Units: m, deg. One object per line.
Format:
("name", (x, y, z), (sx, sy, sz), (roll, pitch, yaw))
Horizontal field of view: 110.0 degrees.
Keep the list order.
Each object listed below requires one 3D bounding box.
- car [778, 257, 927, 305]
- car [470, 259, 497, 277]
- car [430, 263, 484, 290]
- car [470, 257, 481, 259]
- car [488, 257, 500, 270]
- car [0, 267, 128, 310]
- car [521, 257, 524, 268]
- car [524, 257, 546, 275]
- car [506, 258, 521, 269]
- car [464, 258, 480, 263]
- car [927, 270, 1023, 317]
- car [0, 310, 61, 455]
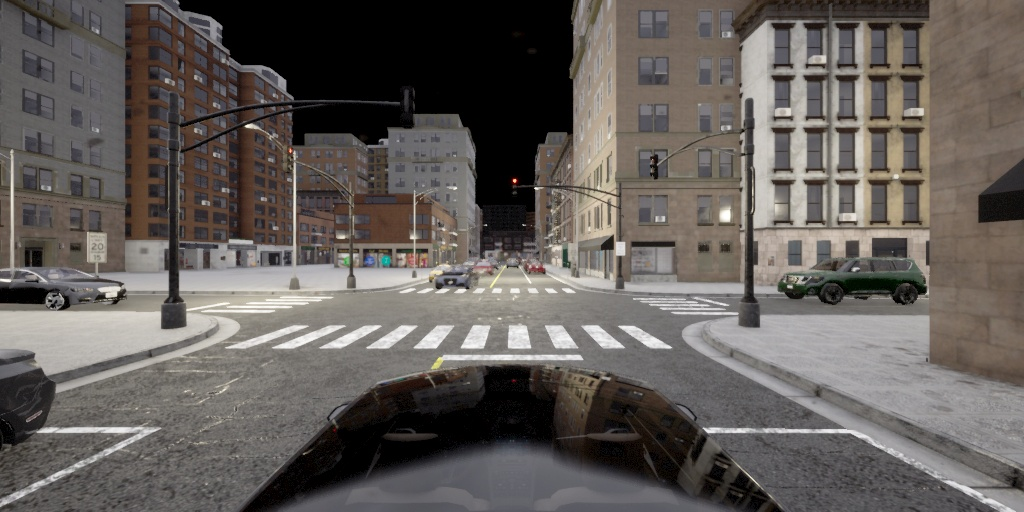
("car", (15.349, 1.056, 16.324), (5.566, 2.045, 2.150), (0, 0, -2))
("car", (-2.838, 1.277, 36.377), (1.812, 1.442, 4.674), (0, 0, 0))
("car", (-3.285, 1.313, 22.221), (1.994, 1.385, 4.181), (0, 0, 6))
("car", (-5.369, 1.067, 51.167), (2.192, 1.841, 5.009), (0, 0, 0))
("car", (-2.815, 1.258, 50.944), (1.837, 1.490, 4.892), (0, 0, 0))
("car", (-17.278, 1.162, 13.342), (4.902, 1.511, 2.128), (0, 0, 2))
("car", (2.654, 1.066, 45.501), (2.192, 1.841, 5.009), (0, 0, 0))
("car", (2.651, 1.191, 39.839), (1.967, 1.591, 4.097), (0, 0, 0))
("car", (0.115, 1.317, 58.569), (1.994, 1.385, 4.181), (0, 0, 1))
("car", (-5.372, 1.302, 45.505), (2.007, 1.370, 4.403), (0, 0, 0))
("car", (19.205, 1.345, 13.392), (4.902, 1.511, 2.128), (0, 0, 1))
("car", (-5.388, 1.300, 1.673), (2.007, 1.370, 4.403), (0, 0, 0))
